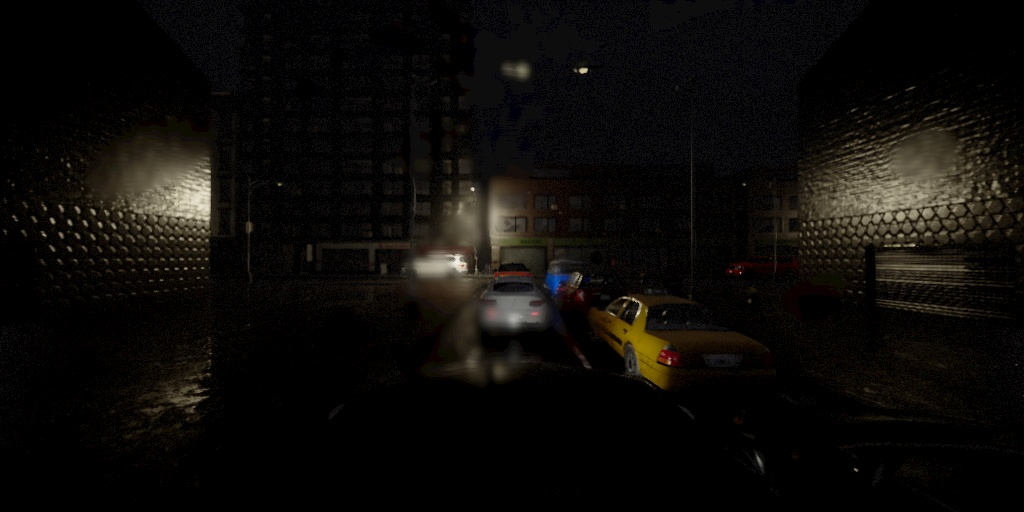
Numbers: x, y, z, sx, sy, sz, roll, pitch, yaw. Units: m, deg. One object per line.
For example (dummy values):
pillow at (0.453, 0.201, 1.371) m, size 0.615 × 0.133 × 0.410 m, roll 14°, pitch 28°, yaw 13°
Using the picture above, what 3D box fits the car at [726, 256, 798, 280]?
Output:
car at (21.667, 0.985, 30.955) m, size 5.566 × 2.045 × 2.150 m, roll 0°, pitch 0°, yaw 0°

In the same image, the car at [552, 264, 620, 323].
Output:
car at (2.642, 1.201, 12.104) m, size 1.967 × 1.591 × 4.097 m, roll 0°, pitch 0°, yaw 0°

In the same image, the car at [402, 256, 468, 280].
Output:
car at (-6.594, 1.000, 31.014) m, size 5.566 × 2.045 × 2.150 m, roll 0°, pitch 0°, yaw 0°

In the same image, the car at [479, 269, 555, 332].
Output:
car at (0.040, 1.285, 10.802) m, size 1.812 × 1.442 × 4.674 m, roll 0°, pitch 0°, yaw 0°

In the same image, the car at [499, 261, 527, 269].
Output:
car at (-0.007, 1.124, 20.519) m, size 2.097 × 1.767 × 4.553 m, roll 0°, pitch 0°, yaw -1°

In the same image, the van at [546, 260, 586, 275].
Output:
van at (2.644, 1.109, 17.579) m, size 1.690 × 1.789 × 3.998 m, roll 0°, pitch 0°, yaw 0°

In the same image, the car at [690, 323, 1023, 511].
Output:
car at (2.637, 1.315, 1.157) m, size 1.948 × 1.339 × 4.313 m, roll 0°, pitch 0°, yaw 0°

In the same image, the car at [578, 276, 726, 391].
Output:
car at (2.640, 1.280, 6.801) m, size 1.751 × 1.417 × 4.829 m, roll 0°, pitch 0°, yaw 0°
